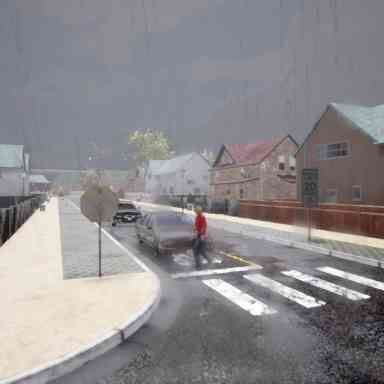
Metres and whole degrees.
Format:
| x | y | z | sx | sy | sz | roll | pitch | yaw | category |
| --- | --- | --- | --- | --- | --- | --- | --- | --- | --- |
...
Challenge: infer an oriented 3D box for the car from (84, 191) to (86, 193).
| x | y | z | sx | sy | sz | roll | pitch | yaw | category |
| --- | --- | --- | --- | --- | --- | --- | --- | --- | --- |
| -12.760 | 0.913 | 42.298 | 2.150 | 2.045 | 5.566 | 0 | 0 | -22 | car |

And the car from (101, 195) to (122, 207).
| x | y | z | sx | sy | sz | roll | pitch | yaw | category |
| --- | --- | --- | --- | --- | --- | --- | --- | --- | --- |
| -11.368 | 1.207 | 46.545 | 2.033 | 1.411 | 5.357 | 0 | 0 | -22 | car |

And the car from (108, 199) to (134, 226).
| x | y | z | sx | sy | sz | roll | pitch | yaw | category |
| --- | --- | --- | --- | --- | --- | --- | --- | --- | --- |
| -4.630 | 1.358 | 22.144 | 1.837 | 1.490 | 4.892 | 0 | 0 | -22 | car |

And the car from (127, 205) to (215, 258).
| x | y | z | sx | sy | sz | roll | pitch | yaw | category |
| --- | --- | --- | --- | --- | --- | --- | --- | --- | --- |
| -0.948 | 1.472 | 12.969 | 2.033 | 1.411 | 5.357 | 0 | 0 | -20 | car |

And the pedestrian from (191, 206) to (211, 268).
| x | y | z | sx | sy | sz | roll | pitch | yaw | category |
| --- | --- | --- | --- | --- | --- | --- | --- | --- | --- |
| 0.216 | 1.243 | 9.595 | 0.375 | 1.860 | 0.375 | 1 | 0 | -22 | pedestrian |
